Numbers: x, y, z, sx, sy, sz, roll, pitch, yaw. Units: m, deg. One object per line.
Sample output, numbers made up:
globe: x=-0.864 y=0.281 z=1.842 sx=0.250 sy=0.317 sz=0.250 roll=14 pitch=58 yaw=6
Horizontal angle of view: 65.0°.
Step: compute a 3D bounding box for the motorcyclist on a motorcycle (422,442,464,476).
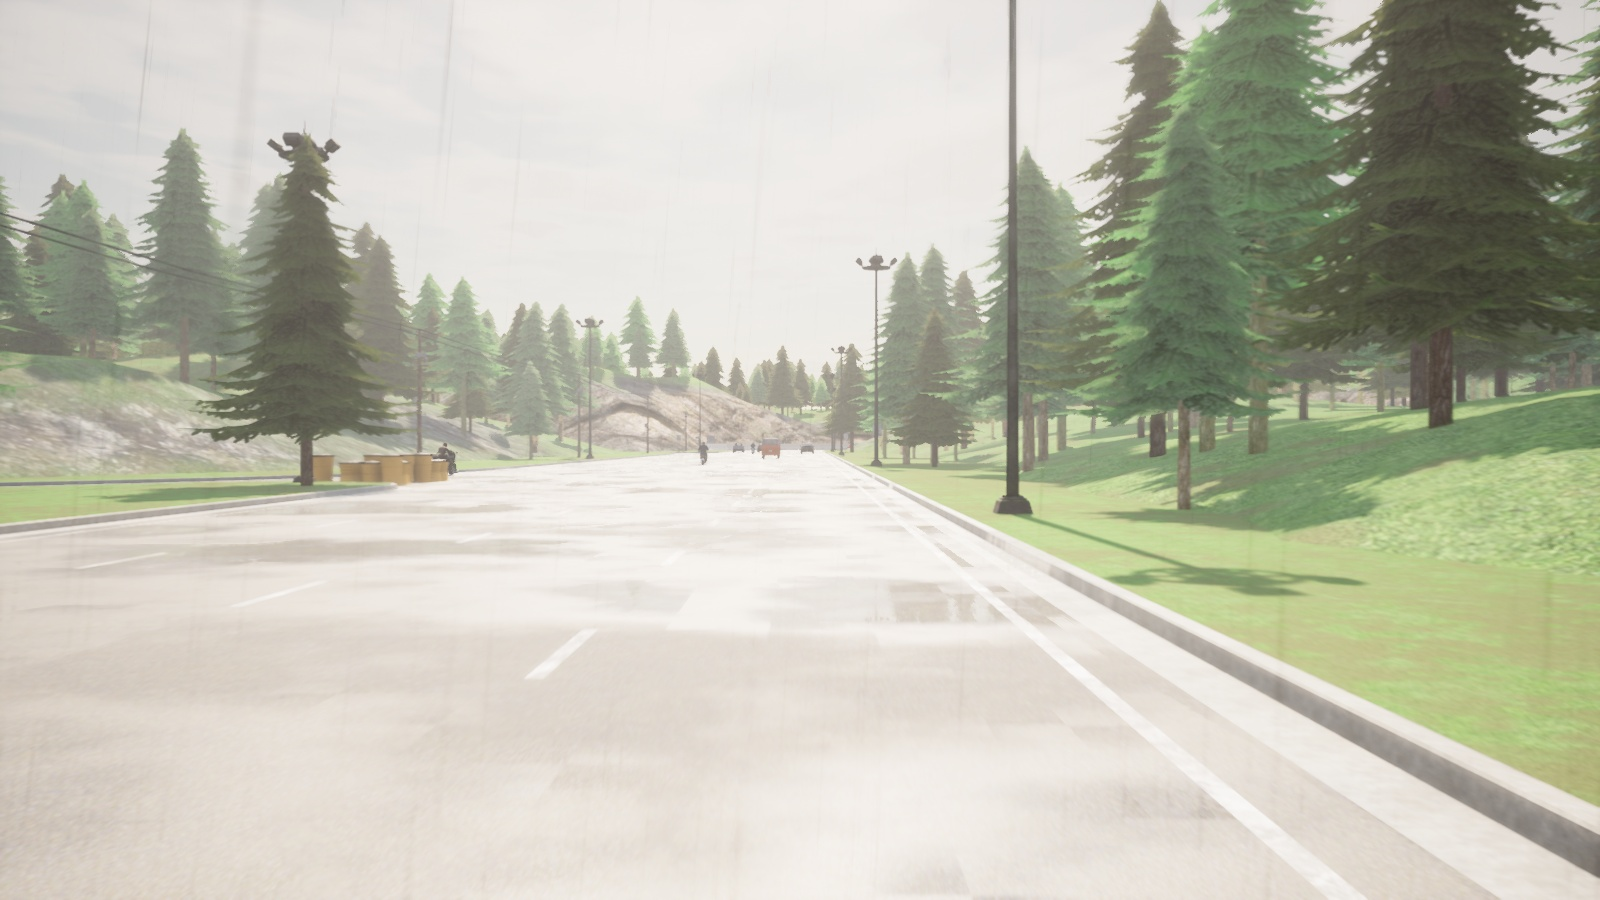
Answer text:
motorcyclist on a motorcycle: x=-16.278 y=0.390 z=57.370 sx=0.797 sy=1.523 sz=2.044 roll=0 pitch=0 yaw=20
